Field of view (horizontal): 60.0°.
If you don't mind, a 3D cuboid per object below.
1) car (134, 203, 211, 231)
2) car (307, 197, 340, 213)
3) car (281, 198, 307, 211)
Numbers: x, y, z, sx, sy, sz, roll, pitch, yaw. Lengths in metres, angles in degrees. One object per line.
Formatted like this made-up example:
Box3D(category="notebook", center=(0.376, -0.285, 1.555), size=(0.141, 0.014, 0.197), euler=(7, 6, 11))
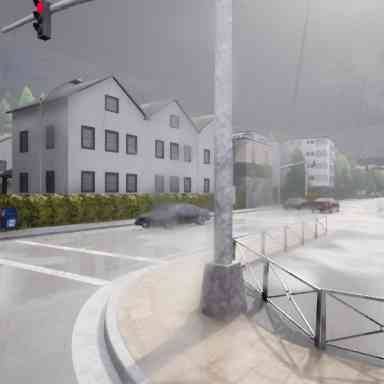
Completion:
Box3D(category="car", center=(-0.940, 1.359, 19.613), size=(2.033, 1.411, 5.357), euler=(0, 0, 35))
Box3D(category="car", center=(13.515, 1.289, 33.611), size=(1.882, 1.535, 5.008), euler=(0, 0, 35))
Box3D(category="car", center=(11.881, 1.360, 37.606), size=(2.033, 1.411, 5.357), euler=(0, 0, 36))
